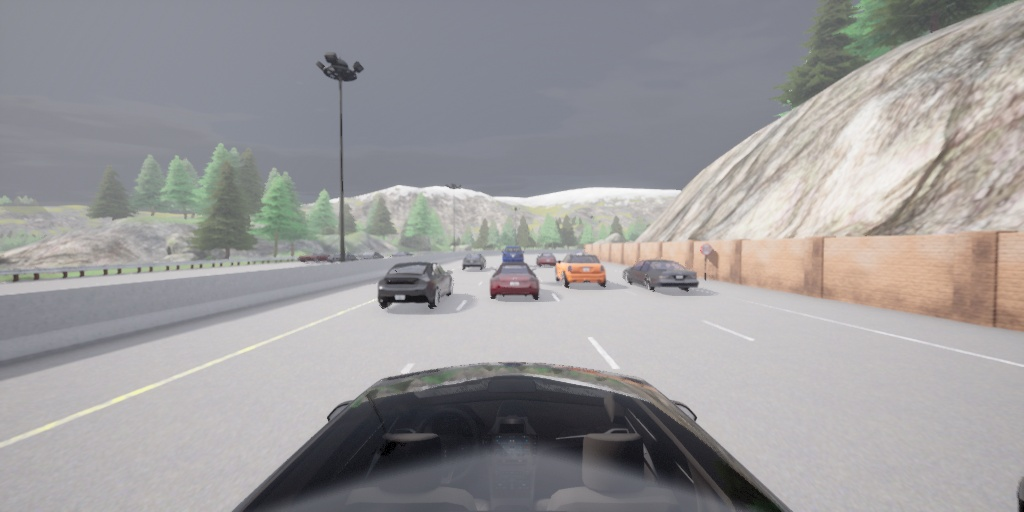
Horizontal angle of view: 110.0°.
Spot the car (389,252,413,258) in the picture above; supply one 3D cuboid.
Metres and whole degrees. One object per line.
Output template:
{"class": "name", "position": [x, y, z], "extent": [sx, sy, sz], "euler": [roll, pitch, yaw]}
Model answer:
{"class": "car", "position": [-14.102, 0.133, 45.733], "extent": [2.033, 1.411, 5.357], "euler": [0, 1, 0]}

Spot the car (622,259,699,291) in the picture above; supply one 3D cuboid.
{"class": "car", "position": [7.102, 0.874, 17.706], "extent": [2.033, 1.411, 5.357], "euler": [0, 2, 0]}

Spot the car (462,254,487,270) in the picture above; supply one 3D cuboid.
{"class": "car", "position": [-3.397, 0.477, 32.723], "extent": [2.033, 1.411, 5.357], "euler": [0, 2, 0]}

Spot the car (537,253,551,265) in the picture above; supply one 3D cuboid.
{"class": "car", "position": [3.603, 0.362, 37.715], "extent": [1.994, 1.385, 4.181], "euler": [0, 2, 0]}

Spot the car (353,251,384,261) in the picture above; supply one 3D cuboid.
{"class": "car", "position": [-17.566, 0.139, 44.658], "extent": [1.812, 1.442, 4.674], "euler": [0, 1, 0]}

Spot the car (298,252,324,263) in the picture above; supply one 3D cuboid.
{"class": "car", "position": [-24.568, 0.207, 44.930], "extent": [1.895, 1.301, 4.718], "euler": [0, 2, 0]}

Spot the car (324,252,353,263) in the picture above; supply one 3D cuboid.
{"class": "car", "position": [-21.066, 0.175, 44.789], "extent": [1.994, 1.385, 4.181], "euler": [0, 1, 0]}

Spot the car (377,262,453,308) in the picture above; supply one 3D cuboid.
{"class": "car", "position": [-3.400, 0.948, 13.298], "extent": [1.837, 1.490, 4.892], "euler": [0, 2, 0]}

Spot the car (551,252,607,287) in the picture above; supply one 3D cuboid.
{"class": "car", "position": [3.602, 0.631, 19.506], "extent": [2.097, 1.767, 4.553], "euler": [0, 2, 0]}

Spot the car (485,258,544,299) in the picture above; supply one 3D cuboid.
{"class": "car", "position": [0.100, 0.951, 15.438], "extent": [1.994, 1.385, 4.181], "euler": [0, 2, 0]}

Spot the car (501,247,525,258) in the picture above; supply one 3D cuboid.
{"class": "car", "position": [0.104, 0.039, 36.966], "extent": [2.150, 2.045, 5.566], "euler": [0, 2, 0]}
